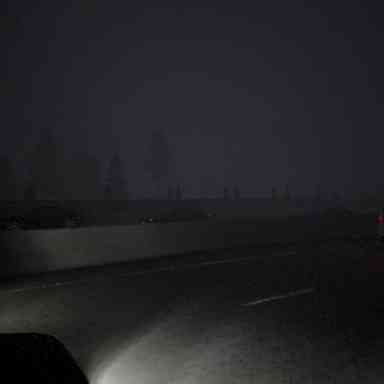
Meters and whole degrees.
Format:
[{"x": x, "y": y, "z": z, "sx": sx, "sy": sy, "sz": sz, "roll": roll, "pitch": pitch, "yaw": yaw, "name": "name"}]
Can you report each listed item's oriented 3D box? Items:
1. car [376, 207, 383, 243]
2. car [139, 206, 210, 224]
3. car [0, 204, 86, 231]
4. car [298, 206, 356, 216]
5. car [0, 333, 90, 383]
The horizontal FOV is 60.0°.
[{"x": 9.778, "y": 1.237, "z": 13.072, "sx": 5.566, "sy": 2.045, "sz": 2.150, "roll": 0, "pitch": 0, "yaw": -25, "name": "car"}, {"x": -0.967, "y": 1.538, "z": 19.494, "sx": 4.181, "sy": 1.385, "sz": 1.994, "roll": 0, "pitch": 0, "yaw": -29, "name": "car"}, {"x": -8.642, "y": 1.444, "z": 18.996, "sx": 4.892, "sy": 1.490, "sz": 1.837, "roll": 0, "pitch": 0, "yaw": -32, "name": "car"}, {"x": 8.244, "y": 1.577, "z": 20.222, "sx": 4.181, "sy": 1.385, "sz": 1.994, "roll": 0, "pitch": 0, "yaw": -23, "name": "car"}, {"x": -3.135, "y": 1.533, "z": 1.461, "sx": 5.357, "sy": 1.411, "sz": 2.033, "roll": 0, "pitch": 0, "yaw": -35, "name": "car"}]
